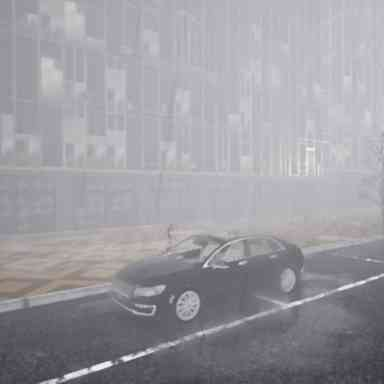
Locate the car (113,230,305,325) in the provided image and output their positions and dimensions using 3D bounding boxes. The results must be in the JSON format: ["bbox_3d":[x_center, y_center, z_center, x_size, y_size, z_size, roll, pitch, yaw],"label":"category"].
[{"bbox_3d":[0.547,1.520,6.960,4.403,1.369,2.008,-1,0,-36],"label":"car"}]
